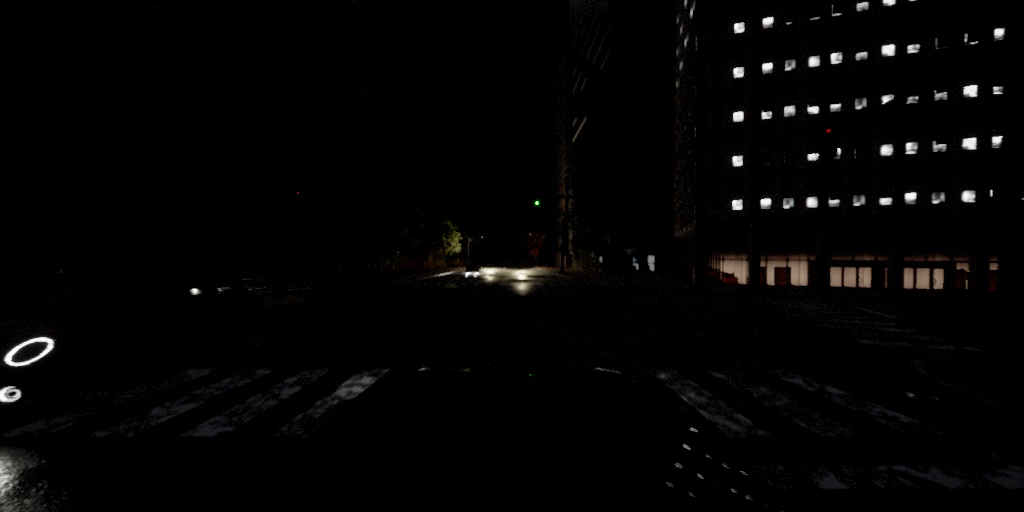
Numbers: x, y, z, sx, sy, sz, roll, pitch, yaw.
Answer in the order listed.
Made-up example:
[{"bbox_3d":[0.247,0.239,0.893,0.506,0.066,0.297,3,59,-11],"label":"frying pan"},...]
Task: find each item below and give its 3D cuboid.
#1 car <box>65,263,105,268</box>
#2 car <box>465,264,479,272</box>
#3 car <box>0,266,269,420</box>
[{"bbox_3d":[-34.662,1.318,29.327,4.892,1.490,1.837,0,1,21],"label":"car"},{"bbox_3d":[-6.548,2.010,59.096,1.895,1.301,4.718,0,-1,0],"label":"car"},{"bbox_3d":[-6.504,1.149,6.121,2.097,1.767,4.553,0,-1,0],"label":"car"}]
